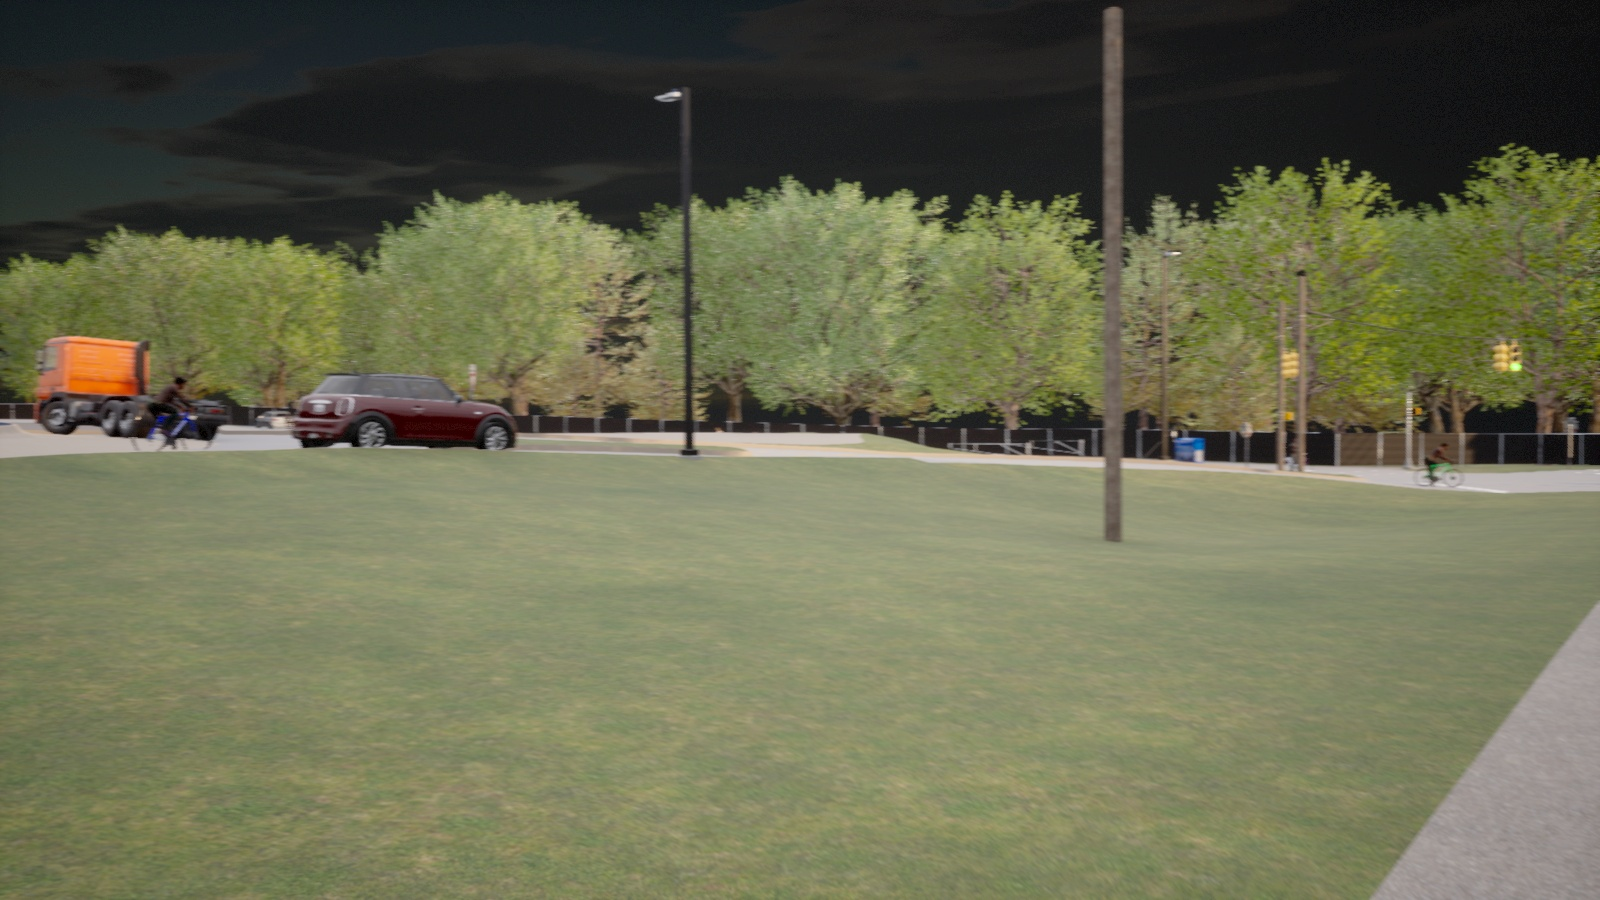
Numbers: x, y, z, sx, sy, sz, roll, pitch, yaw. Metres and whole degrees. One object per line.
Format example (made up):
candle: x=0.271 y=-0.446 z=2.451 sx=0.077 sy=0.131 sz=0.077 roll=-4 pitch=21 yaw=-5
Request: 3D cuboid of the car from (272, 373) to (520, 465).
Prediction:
car: x=-8.365 y=-0.630 z=26.357 sx=2.097 sy=1.767 sz=4.553 roll=1 pitch=1 yaw=37

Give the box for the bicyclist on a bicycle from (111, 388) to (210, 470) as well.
bicyclist on a bicycle: x=-13.173 y=-0.435 z=25.905 sx=0.582 sy=1.620 sz=1.656 roll=-2 pitch=0 yaw=38

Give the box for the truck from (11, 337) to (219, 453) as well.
truck: x=-22.719 y=-1.667 z=41.476 sx=7.936 sy=3.462 sz=2.891 roll=0 pitch=-1 yaw=36

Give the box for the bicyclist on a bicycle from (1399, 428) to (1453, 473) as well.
bicyclist on a bicycle: x=22.980 y=0.008 z=46.125 sx=1.656 sy=1.620 sz=0.582 roll=0 pitch=3 yaw=11
